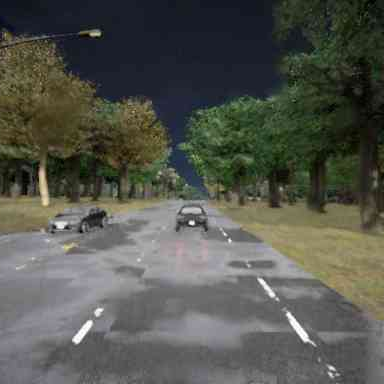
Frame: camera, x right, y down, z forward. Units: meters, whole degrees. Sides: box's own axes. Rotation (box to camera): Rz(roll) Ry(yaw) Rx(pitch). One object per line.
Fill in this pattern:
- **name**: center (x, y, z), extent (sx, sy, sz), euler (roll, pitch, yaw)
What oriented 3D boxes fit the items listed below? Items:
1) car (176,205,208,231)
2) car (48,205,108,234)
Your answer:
- **car**: center (-0.008, 1.532, 20.464), extent (1.812, 1.442, 4.674), euler (0, 0, 0)
- **car**: center (-6.389, 1.498, 19.170), extent (2.128, 1.511, 4.902), euler (0, 0, 5)
